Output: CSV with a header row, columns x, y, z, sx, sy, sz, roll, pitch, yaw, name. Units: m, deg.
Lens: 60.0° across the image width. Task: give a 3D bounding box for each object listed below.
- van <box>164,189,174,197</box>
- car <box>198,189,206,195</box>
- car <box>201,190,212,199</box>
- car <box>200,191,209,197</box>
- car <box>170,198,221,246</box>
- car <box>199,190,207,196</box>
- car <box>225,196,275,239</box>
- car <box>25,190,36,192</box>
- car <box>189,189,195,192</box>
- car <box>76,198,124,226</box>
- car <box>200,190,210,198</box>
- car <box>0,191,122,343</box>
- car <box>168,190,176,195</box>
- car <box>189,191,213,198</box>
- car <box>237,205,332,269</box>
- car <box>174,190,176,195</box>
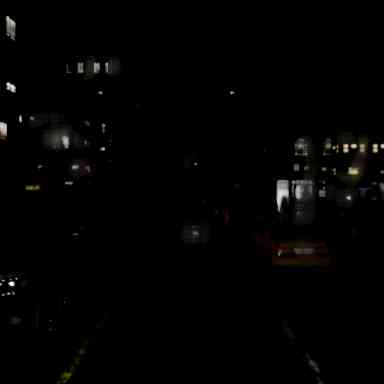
x,y,z,sx,sy,sz,roll,pitch,yaw,name
-5.596,0.185,76.308,1.690,1.788,3.998,0,1,0,van
2.807,0.055,93.387,1.967,1.590,4.097,0,1,0,car
2.771,0.448,64.905,1.967,1.590,4.097,0,1,0,car
2.785,0.429,76.300,1.802,1.307,4.206,0,1,0,car
0.119,1.253,13.977,1.882,1.535,5.008,0,1,0,car
2.800,0.241,87.692,2.008,1.369,4.403,0,1,0,car
2.710,1.064,15.721,2.192,1.841,5.009,0,1,0,car
-17.228,0.694,35.516,5.009,1.841,2.192,0,1,0,car
0.110,0.254,86.394,1.994,1.385,4.181,0,1,0,car
-5.665,1.187,21.105,1.752,1.417,4.829,0,1,0,car
2.778,0.367,70.601,1.967,1.590,4.097,0,1,0,car
-3.092,1.113,6.612,2.150,2.045,5.566,0,1,0,car
-5.574,0.178,93.401,1.947,1.339,4.313,0,1,0,car
0.728,0.988,30.771,1.882,1.535,5.008,0,1,8,car
2.703,1.359,10.355,1.752,1.417,4.829,0,1,0,car
-5.588,0.347,82.008,1.802,1.307,4.206,0,1,0,car
